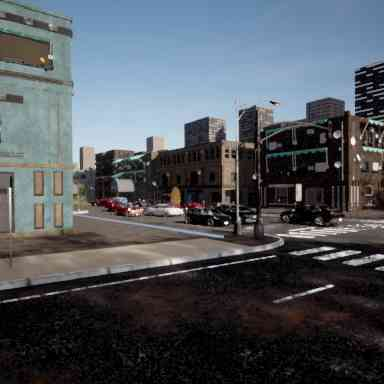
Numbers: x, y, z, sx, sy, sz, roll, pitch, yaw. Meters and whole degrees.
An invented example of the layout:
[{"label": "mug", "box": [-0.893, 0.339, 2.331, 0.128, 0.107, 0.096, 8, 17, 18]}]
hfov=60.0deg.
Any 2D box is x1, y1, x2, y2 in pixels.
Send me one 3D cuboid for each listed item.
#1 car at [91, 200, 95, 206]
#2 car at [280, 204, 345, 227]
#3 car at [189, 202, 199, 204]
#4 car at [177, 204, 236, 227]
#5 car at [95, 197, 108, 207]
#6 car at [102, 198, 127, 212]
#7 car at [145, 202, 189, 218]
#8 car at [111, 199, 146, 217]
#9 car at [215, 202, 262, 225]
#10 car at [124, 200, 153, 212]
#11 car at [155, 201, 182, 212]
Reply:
[{"label": "car", "box": [-19.354, 2.227, 68.165, 1.887, 1.381, 4.507, -1, 0, -36]}, {"label": "car", "box": [8.652, 1.640, 24.412, 1.837, 1.490, 4.892, 0, -1, -34]}, {"label": "car", "box": [-0.044, 1.903, 41.146, 1.802, 1.307, 4.206, -2, 0, -36]}, {"label": "car", "box": [1.107, 1.814, 24.910, 1.947, 1.339, 4.313, -2, 0, -36]}, {"label": "car", "box": [-16.141, 1.939, 63.662, 2.192, 1.841, 5.009, -1, 0, -36]}, {"label": "car", "box": [-10.158, 1.961, 45.388, 1.882, 1.535, 5.008, -1, 0, -35]}, {"label": "car", "box": [-2.753, 1.941, 34.992, 1.895, 1.301, 4.718, -1, 0, -36]}, {"label": "car", "box": [-6.865, 1.846, 36.271, 1.967, 1.590, 4.097, -1, 0, -36]}, {"label": "car", "box": [3.395, 1.724, 26.434, 1.837, 1.490, 4.892, -1, 0, -34]}, {"label": "car", "box": [-7.757, 1.946, 47.496, 2.128, 1.511, 4.902, -1, 0, -36]}, {"label": "car", "box": [-3.262, 1.965, 45.648, 1.802, 1.307, 4.206, -2, 0, -36]}]
